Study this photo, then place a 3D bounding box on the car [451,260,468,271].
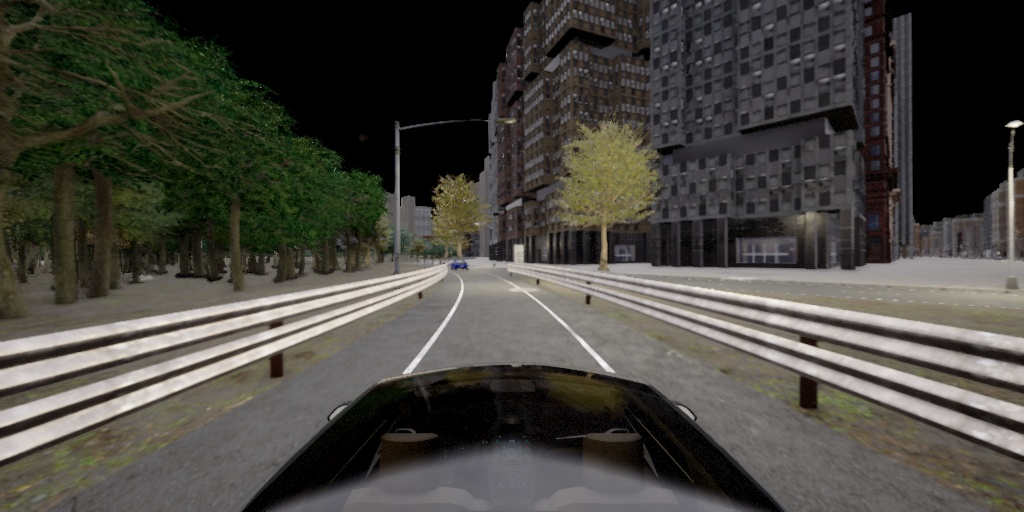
[{"bbox_3d":[-7.499,1.240,50.887,1.882,1.535,5.008,0,0,-18],"label":"car"}]
